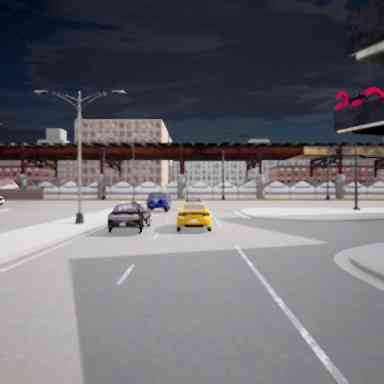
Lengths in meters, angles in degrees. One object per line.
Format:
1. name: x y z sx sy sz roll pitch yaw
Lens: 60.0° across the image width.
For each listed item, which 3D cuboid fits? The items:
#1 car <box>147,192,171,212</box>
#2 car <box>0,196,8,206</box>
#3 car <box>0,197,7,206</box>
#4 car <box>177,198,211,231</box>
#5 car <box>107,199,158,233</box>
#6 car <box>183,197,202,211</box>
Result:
1. car: -3.447 0.987 34.707 2.150 2.045 5.566 0 0 0
2. car: -29.544 1.228 47.448 5.357 1.411 2.033 0 0 1
3. car: -27.732 0.925 43.925 5.566 2.045 2.150 0 0 0
4. car: 0.106 1.343 19.759 1.882 1.535 5.008 0 0 0
5. car: -3.394 1.364 18.668 2.128 1.511 4.902 0 0 0
6. car: 0.150 1.315 36.822 1.994 1.385 4.181 0 0 2
